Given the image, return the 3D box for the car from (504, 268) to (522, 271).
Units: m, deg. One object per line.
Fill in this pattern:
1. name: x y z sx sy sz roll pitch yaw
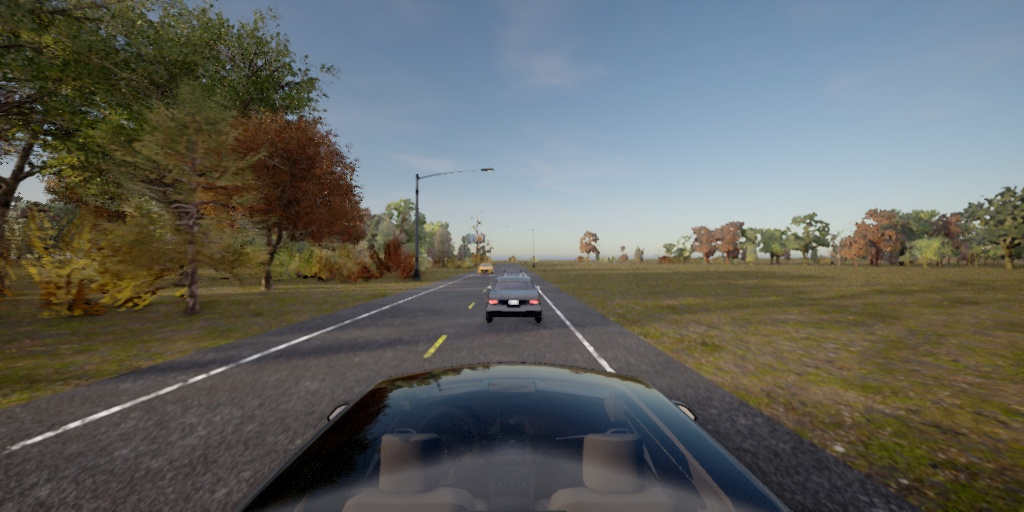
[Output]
1. car: 0.083 1.672 31.161 1.895 1.301 4.718 0 -1 0

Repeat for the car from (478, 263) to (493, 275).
1. car: -3.584 1.747 49.264 1.882 1.535 5.008 0 -1 0

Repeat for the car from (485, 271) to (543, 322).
1. car: 0.067 1.420 12.916 2.033 1.411 5.357 0 -1 0
